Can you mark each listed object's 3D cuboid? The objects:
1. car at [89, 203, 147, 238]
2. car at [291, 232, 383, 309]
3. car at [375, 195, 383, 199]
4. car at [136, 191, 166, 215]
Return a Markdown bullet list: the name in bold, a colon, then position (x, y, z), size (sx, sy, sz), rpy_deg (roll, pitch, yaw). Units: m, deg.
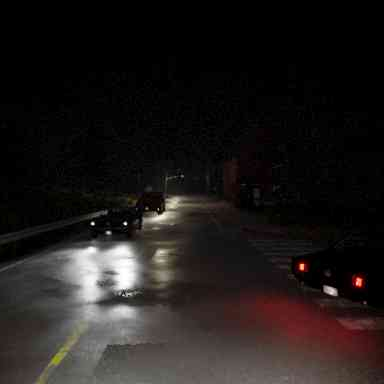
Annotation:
- **car**: position (-3.675, 1.469, 16.853), size (1.895, 1.301, 4.718), rpy_deg (0, 0, 0)
- **car**: position (4.529, 1.544, 7.255), size (4.718, 1.301, 1.895), rpy_deg (0, 1, -29)
- **car**: position (27.257, 1.142, 47.052), size (1.816, 1.474, 4.193), rpy_deg (0, 0, -1)
- **car**: position (-3.689, 0.980, 30.462), size (2.150, 2.045, 5.566), rpy_deg (0, 1, 1)
